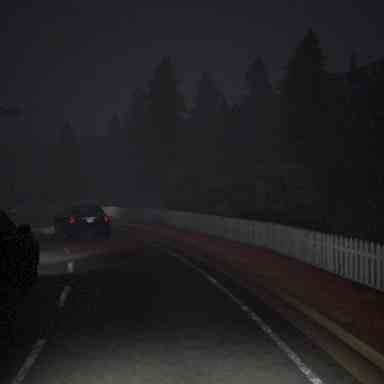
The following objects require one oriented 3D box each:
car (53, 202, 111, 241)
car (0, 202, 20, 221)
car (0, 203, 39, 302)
[{"bbox_3d":[-5.829,1.368,17.331,2.097,1.767,4.553,-1,0,-31],"label":"car"},{"bbox_3d":[-17.341,1.634,28.852,5.357,1.411,2.033,0,0,36],"label":"car"},{"bbox_3d":[-4.436,1.246,6.009,2.150,2.045,5.566,0,0,-13],"label":"car"}]
